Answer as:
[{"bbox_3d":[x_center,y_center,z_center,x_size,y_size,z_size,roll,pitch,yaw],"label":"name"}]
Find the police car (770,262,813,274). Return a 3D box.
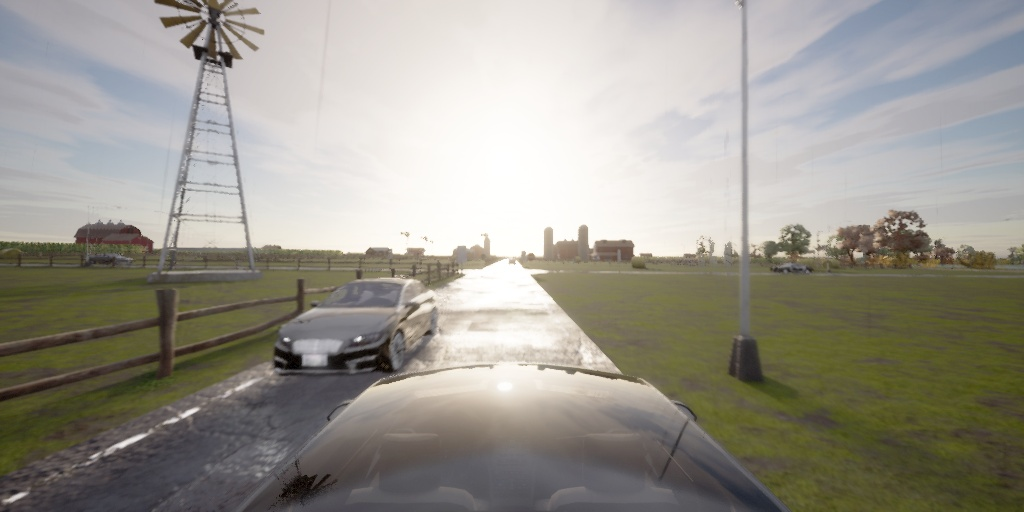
[{"bbox_3d":[39.096,1.689,50.240,5.238,1.638,1.930,1,-1,-1],"label":"police car"}]

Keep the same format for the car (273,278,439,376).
[{"bbox_3d":[-2.849,1.243,7.630,2.128,1.511,4.902,0,0,0],"label":"car"}]
